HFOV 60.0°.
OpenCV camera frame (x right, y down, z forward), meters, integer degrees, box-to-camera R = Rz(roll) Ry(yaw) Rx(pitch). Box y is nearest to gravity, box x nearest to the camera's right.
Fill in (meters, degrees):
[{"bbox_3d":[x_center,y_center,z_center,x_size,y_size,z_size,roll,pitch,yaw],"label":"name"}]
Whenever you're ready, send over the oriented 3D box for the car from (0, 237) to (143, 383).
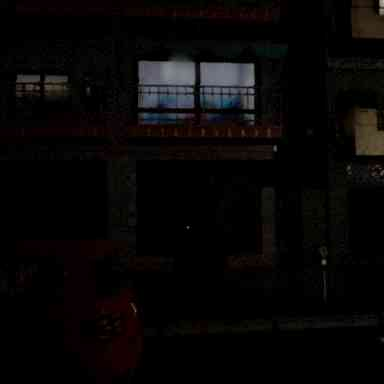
[{"bbox_3d":[-3.054,1.502,3.757,5.009,1.841,2.192,-1,-2,-5],"label":"car"}]
